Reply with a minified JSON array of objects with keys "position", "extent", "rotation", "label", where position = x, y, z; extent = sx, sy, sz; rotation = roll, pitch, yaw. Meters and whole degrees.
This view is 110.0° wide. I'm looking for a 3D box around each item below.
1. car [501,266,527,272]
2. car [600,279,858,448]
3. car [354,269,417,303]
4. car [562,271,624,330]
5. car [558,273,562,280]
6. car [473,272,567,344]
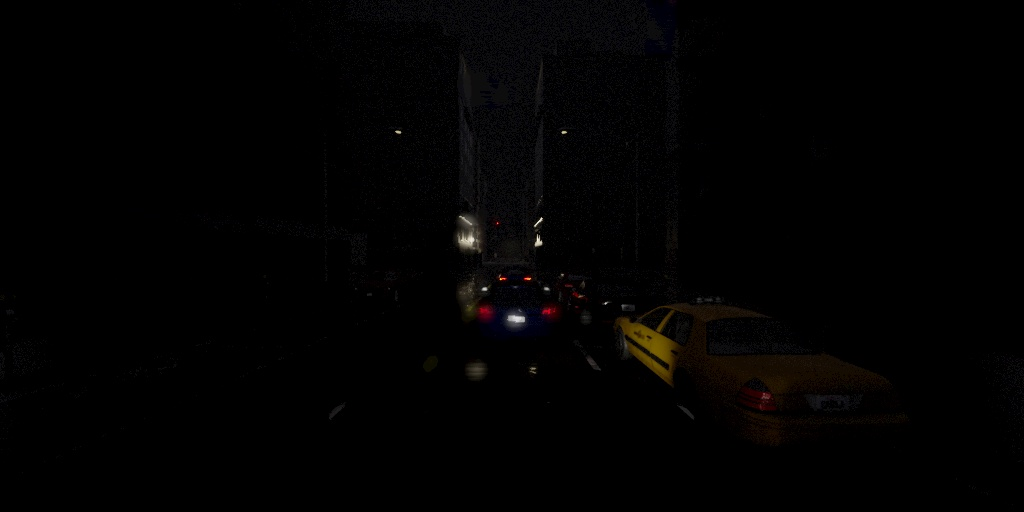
[{"position":[0.107,1.270,19.619],"extent":[1.812,1.442,4.674],"rotation":[0,0,-2],"label":"car"},{"position":[2.875,1.274,5.504],"extent":[1.751,1.417,4.829],"rotation":[0,0,0],"label":"car"},{"position":[-5.667,1.290,16.506],"extent":[1.888,1.381,4.507],"rotation":[0,0,0],"label":"car"},{"position":[2.877,1.313,10.920],"extent":[1.948,1.339,4.313],"rotation":[0,0,0],"label":"car"},{"position":[2.878,1.327,16.506],"extent":[1.802,1.307,4.207],"rotation":[0,0,0],"label":"car"},{"position":[0.102,1.312,9.605],"extent":[1.994,1.385,4.181],"rotation":[0,0,0],"label":"car"}]
